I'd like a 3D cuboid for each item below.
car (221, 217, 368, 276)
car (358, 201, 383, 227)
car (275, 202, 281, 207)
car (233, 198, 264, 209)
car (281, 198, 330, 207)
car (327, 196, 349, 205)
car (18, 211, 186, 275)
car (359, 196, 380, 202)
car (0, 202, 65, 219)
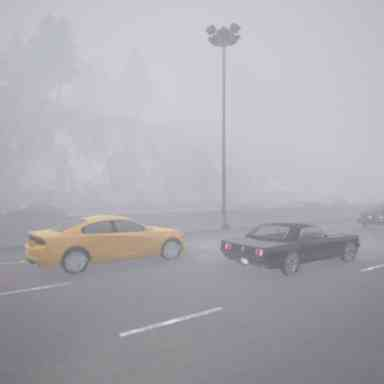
[{"bbox_3d":[3.247,1.596,10.362,4.718,1.301,1.895,0,0,-36],"label":"car"},{"bbox_3d":[12.720,1.536,21.422,5.357,1.411,2.033,0,0,-36],"label":"car"},{"bbox_3d":[12.875,1.507,43.257,4.674,1.442,1.812,0,0,-35],"label":"car"},{"bbox_3d":[7.475,1.509,43.707,4.674,1.442,1.812,0,0,-35],"label":"car"},{"bbox_3d":[11.562,1.586,33.734,4.718,1.301,1.895,0,0,-35],"label":"car"},{"bbox_3d":[18.038,1.332,42.634,4.553,1.767,2.097,0,0,-35],"label":"car"},{"bbox_3d":[-2.499,1.475,10.564,5.008,1.535,1.882,0,0,-35],"label":"car"},{"bbox_3d":[33.111,1.469,61.891,4.892,1.490,1.837,0,0,-36],"label":"car"},{"bbox_3d":[-12.152,1.522,25.419,4.674,1.442,1.812,0,0,-35],"label":"car"}]
